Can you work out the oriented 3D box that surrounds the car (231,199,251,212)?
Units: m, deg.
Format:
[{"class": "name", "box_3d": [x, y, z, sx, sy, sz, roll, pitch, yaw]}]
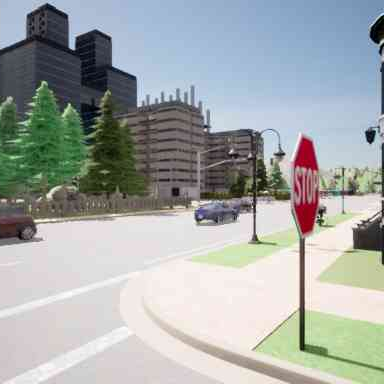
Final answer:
[{"class": "car", "box_3d": [4.827, 1.528, 36.269, 2.128, 1.511, 4.902, 0, 0, 34]}]

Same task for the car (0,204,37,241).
[{"class": "car", "box_3d": [-9.406, 1.387, 14.720, 2.097, 1.767, 4.553, 0, 0, 33]}]

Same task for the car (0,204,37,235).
[{"class": "car", "box_3d": [-11.372, 1.526, 18.104, 2.128, 1.511, 4.902, 0, 0, 33]}]

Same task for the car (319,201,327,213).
[{"class": "car", "box_3d": [13.070, 1.600, 35.706, 1.994, 1.385, 4.181, 0, 0, 36]}]

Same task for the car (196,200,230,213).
[{"class": "car", "box_3d": [2.549, 1.636, 39.155, 1.895, 1.301, 4.718, 0, 0, 34]}]

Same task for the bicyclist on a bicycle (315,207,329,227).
[{"class": "bicyclist on a bicycle", "box_3d": [7.634, 1.338, 20.668, 1.656, 1.620, 0.582, 0, 0, 33]}]

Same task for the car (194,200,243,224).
[{"class": "car", "box_3d": [1.873, 1.562, 25.191, 1.812, 1.442, 4.674, 0, 0, 33]}]
